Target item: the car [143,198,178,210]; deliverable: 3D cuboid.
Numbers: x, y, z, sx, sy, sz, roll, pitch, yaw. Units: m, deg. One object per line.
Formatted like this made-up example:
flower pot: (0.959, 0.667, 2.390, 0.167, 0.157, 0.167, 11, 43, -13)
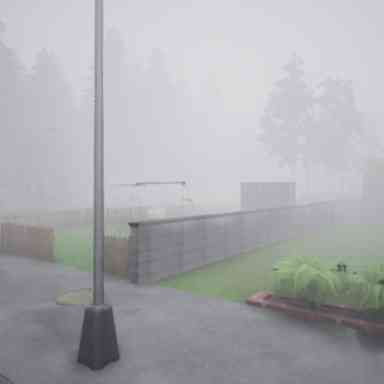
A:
car: (-3.877, 1.472, 42.593, 2.033, 1.411, 5.357, 0, 0, 36)
